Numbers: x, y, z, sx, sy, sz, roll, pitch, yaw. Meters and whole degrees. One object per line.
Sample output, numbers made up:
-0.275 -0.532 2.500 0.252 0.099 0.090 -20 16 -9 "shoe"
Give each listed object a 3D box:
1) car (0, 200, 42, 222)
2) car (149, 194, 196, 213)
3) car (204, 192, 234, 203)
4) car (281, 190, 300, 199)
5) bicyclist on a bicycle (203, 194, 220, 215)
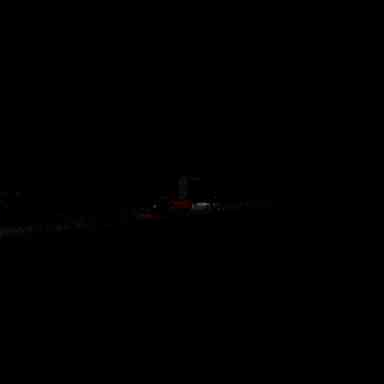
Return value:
-12.141 1.236 20.426 2.033 1.411 5.357 1 2 35 "car"
-1.577 0.946 28.952 1.882 1.535 5.008 1 2 36 "car"
3.492 0.670 42.433 1.895 1.301 4.718 1 2 35 "car"
15.774 0.374 53.350 1.994 1.385 4.181 1 2 35 "car"
1.514 0.990 26.542 1.656 1.620 0.582 0 1 35 "bicyclist on a bicycle"
